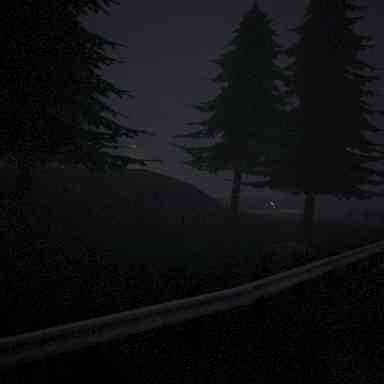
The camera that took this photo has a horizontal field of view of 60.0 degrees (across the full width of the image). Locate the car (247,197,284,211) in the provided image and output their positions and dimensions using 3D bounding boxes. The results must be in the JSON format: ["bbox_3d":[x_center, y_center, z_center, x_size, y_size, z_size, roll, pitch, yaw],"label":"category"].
[{"bbox_3d":[8.132,1.348,39.840,4.553,1.767,2.097,0,0,34],"label":"car"}]

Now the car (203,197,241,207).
[{"bbox_3d":[4.510,1.509,50.722,5.357,1.411,2.033,0,0,34],"label":"car"}]

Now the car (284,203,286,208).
[{"bbox_3d":[9.661,1.503,43.030,4.892,1.490,1.837,0,0,34],"label":"car"}]

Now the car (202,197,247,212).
[{"bbox_3d":[3.454,1.493,38.771,4.892,1.490,1.837,0,0,34],"label":"car"}]
